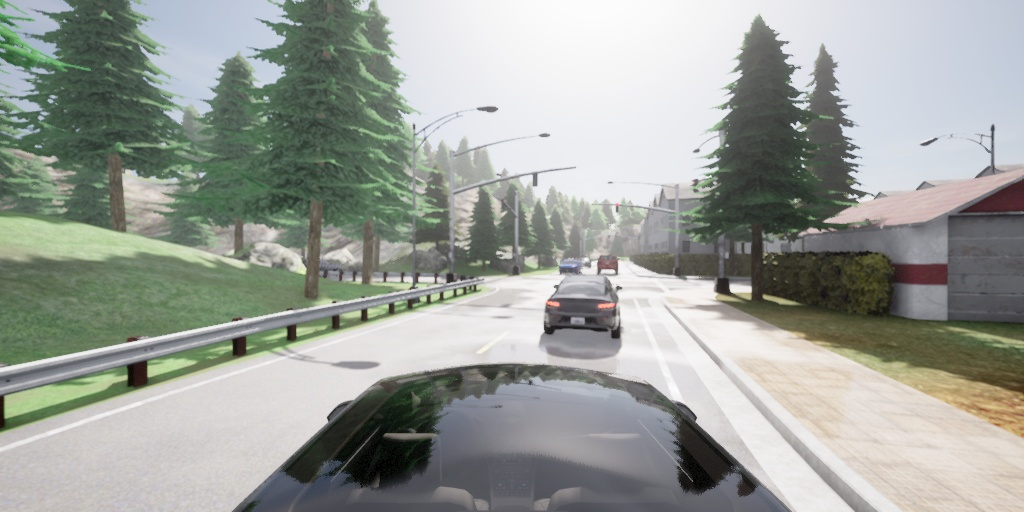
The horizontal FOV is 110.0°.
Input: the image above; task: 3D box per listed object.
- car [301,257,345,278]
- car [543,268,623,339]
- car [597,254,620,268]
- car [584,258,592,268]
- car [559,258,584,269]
[{"bbox_3d":[-16.710,1.000,30.868,4.553,1.767,2.097,0,0,16],"label":"car"},{"bbox_3d":[2.066,1.244,10.052,1.812,1.442,4.674,0,0,16],"label":"car"},{"bbox_3d":[10.411,0.832,38.882,2.150,2.045,5.566,0,0,16],"label":"car"},{"bbox_3d":[10.783,1.046,53.373,2.128,1.511,4.902,0,0,16],"label":"car"},{"bbox_3d":[6.065,1.093,37.176,1.882,1.535,5.008,0,0,16],"label":"car"}]
